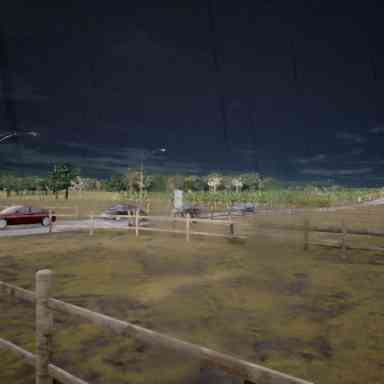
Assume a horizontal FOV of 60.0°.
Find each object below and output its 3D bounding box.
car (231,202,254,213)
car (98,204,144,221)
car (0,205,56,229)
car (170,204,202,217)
[{"bbox_3d":[8.138,2.461,53.254,2.097,1.767,4.553,1,-1,35],"label":"car"},{"bbox_3d":[-6.801,1.964,32.234,1.837,1.490,4.892,1,-1,35],"label":"car"},{"bbox_3d":[-12.478,1.723,24.245,1.882,1.535,5.008,1,-1,36],"label":"car"},{"bbox_3d":[-0.701,2.200,40.872,2.128,1.511,4.902,1,-1,35],"label":"car"}]
